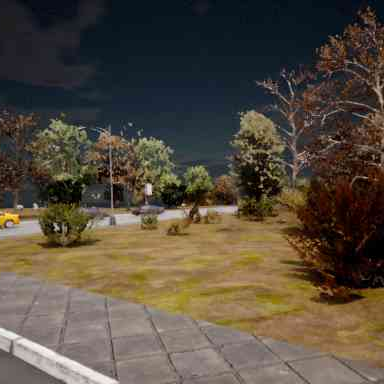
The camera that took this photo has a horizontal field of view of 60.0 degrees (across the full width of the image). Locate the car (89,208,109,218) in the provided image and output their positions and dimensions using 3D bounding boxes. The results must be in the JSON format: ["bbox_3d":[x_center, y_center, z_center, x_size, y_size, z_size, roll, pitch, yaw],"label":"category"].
[{"bbox_3d":[-11.533,2.463,36.251,2.033,1.411,5.357,-3,-2,32],"label":"car"}]

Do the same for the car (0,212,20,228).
[{"bbox_3d":[-17.075,2.370,27.673,1.882,1.535,5.008,-3,-2,33],"label":"car"}]

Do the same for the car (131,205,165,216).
[{"bbox_3d":[-5.863,2.514,45.277,2.033,1.411,5.357,-3,-2,32],"label":"car"}]
